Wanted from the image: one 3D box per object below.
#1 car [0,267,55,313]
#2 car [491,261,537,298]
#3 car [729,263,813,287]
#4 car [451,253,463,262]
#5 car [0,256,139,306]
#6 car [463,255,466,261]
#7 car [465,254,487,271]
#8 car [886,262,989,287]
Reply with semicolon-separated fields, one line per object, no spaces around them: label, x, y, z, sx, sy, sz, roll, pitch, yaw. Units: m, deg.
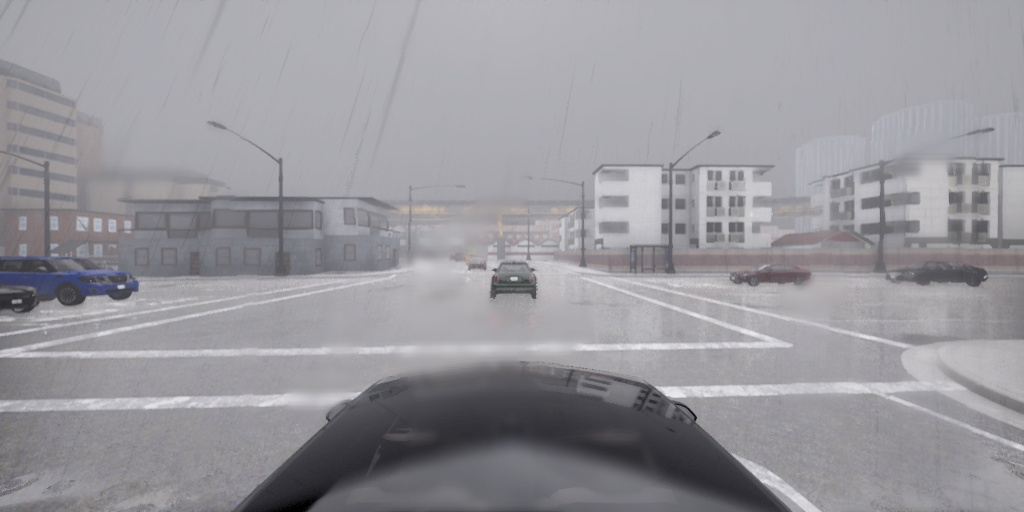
car;-19.050;1.286;11.927;5.008;1.535;1.882;-1;0;-1
car;0.096;1.036;17.929;2.097;1.767;4.553;0;0;0
car;16.501;1.161;22.934;4.674;1.442;1.812;0;0;1
car;-8.643;0.254;59.031;1.812;1.442;4.674;0;2;-27
car;-19.633;1.018;15.413;5.566;2.045;2.150;-1;0;-1
car;-5.147;0.501;49.479;1.882;1.535;5.008;0;2;-15
car;-3.810;0.772;39.982;1.882;1.535;5.008;0;2;-3
car;26.681;1.128;22.618;4.902;1.511;2.128;0;0;2
